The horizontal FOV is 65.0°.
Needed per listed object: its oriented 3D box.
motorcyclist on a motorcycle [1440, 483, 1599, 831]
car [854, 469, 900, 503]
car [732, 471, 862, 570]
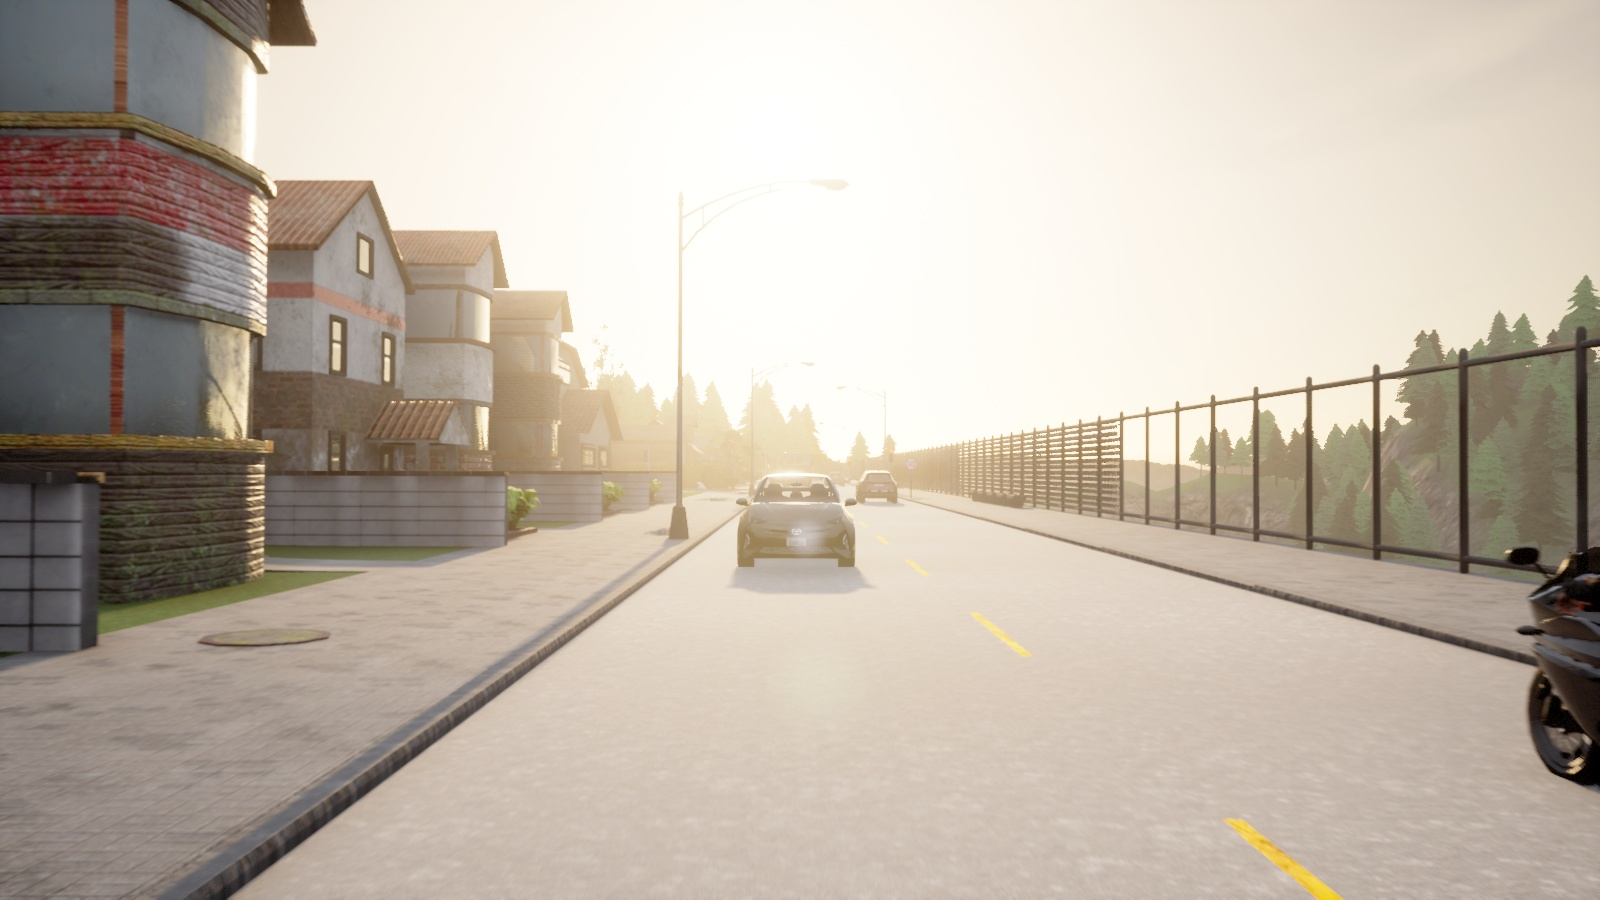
[{"bbox_3d":[3.986,0.932,5.849,0.866,1.530,2.191,0,-1,0],"label":"motorcyclist on a motorcycle"},{"bbox_3d":[3.846,1.792,63.501,2.033,1.649,4.856,0,-1,0],"label":"car"},{"bbox_3d":[-0.053,1.125,21.714,2.007,1.525,4.514,0,-1,0],"label":"car"}]
